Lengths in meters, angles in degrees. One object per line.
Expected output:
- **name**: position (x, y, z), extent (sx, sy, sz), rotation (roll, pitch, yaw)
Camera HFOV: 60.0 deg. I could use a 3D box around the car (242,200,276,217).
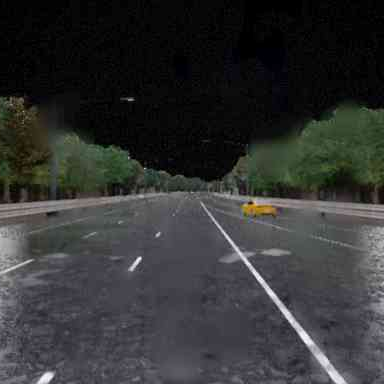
- **car**: position (5.960, 1.431, 30.236), extent (1.882, 1.535, 5.008), rotation (0, 0, -7)
